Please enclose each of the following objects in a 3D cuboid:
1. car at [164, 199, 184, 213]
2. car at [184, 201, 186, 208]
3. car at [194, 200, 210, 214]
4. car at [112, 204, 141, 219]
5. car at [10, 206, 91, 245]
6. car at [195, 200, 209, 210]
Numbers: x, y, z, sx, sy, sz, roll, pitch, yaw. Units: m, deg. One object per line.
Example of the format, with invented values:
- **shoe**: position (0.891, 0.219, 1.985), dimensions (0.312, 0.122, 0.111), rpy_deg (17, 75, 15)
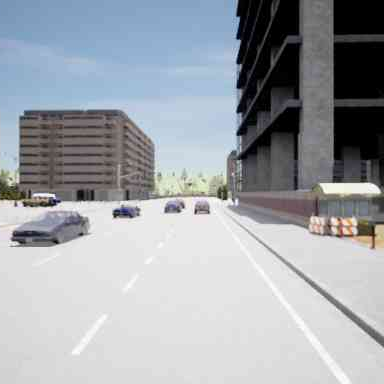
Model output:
- **car**: position (-2.270, 1.749, 39.985), dimensions (1.812, 1.442, 4.674), rpy_deg (0, 0, 2)
- **car**: position (-1.992, 1.806, 50.165), dimensions (1.812, 1.442, 4.674), rpy_deg (0, 0, 2)
- **car**: position (1.186, 1.764, 38.593), dimensions (2.033, 1.411, 5.357), rpy_deg (0, 0, 3)
- **car**: position (-6.159, 1.776, 31.599), dimensions (1.895, 1.301, 4.718), rpy_deg (0, 0, 2)
- **car**: position (-6.631, 1.637, 16.389), dimensions (2.033, 1.411, 5.357), rpy_deg (0, 0, 2)
- **car**: position (1.472, 1.838, 48.918), dimensions (1.994, 1.385, 4.181), rpy_deg (0, 0, 2)
